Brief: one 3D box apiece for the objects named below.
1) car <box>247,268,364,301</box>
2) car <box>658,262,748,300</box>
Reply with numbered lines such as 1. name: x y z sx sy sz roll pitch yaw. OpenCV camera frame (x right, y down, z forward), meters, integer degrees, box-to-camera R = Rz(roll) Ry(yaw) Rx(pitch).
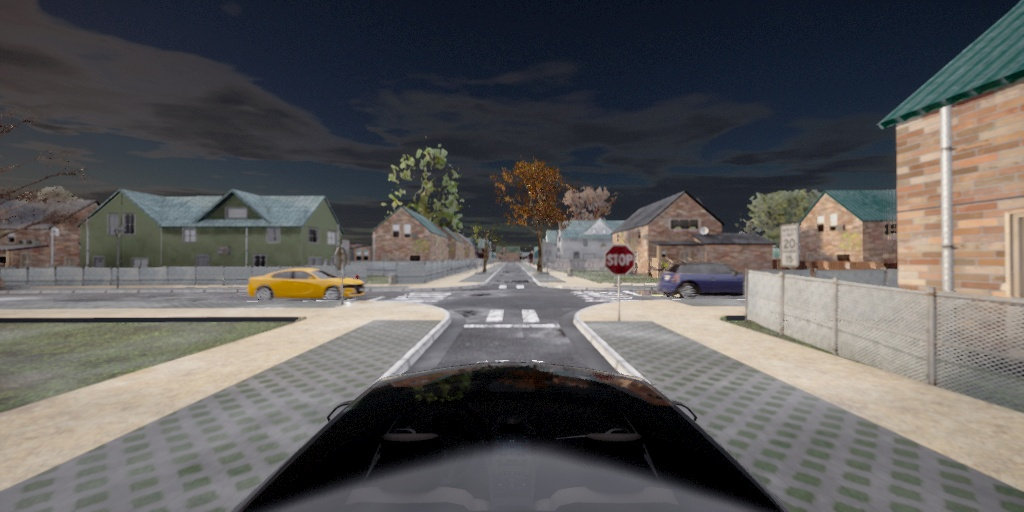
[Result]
1. car: -9.574 1.315 16.870 5.008 1.535 1.882 0 -1 1
2. car: 9.322 1.063 16.646 4.553 1.767 2.097 0 -1 1
